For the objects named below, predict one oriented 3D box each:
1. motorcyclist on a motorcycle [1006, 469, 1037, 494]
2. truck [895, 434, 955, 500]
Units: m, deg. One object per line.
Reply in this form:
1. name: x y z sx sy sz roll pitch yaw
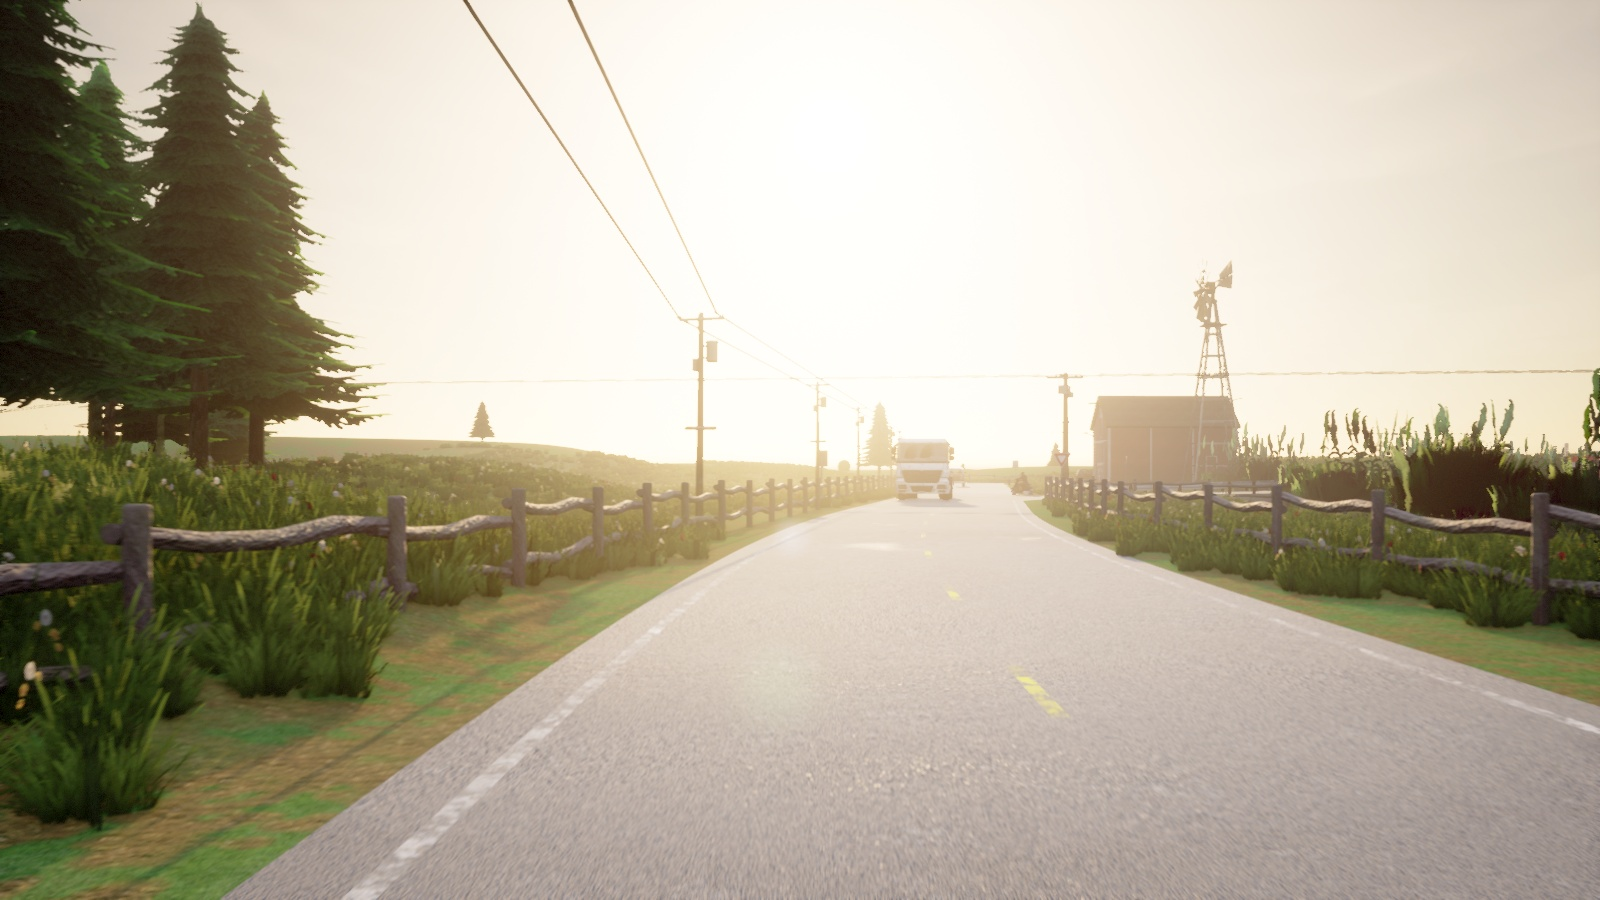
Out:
1. motorcyclist on a motorcycle: 14.475 2.082 81.965 0.866 1.590 1.817 4 -4 -42
2. truck: 7.087 0.981 70.266 2.891 3.462 7.936 0 -1 9
